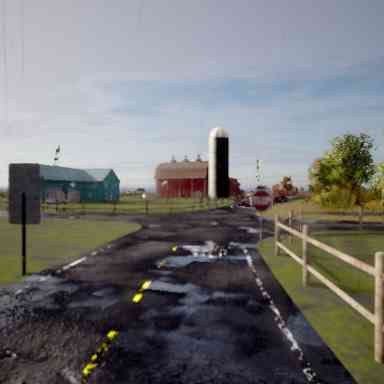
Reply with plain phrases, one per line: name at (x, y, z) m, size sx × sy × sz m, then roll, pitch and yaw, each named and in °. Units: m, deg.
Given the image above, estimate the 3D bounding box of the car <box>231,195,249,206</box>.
car at (7.756, 1.358, 53.437) m, size 2.097 × 1.767 × 4.553 m, roll 0°, pitch 0°, yaw 22°

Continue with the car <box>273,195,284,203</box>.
car at (18.077, 1.562, 71.397) m, size 1.812 × 1.442 × 4.674 m, roll 0°, pitch 0°, yaw 22°

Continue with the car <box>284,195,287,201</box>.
car at (21.873, 1.419, 80.655) m, size 1.837 × 1.490 × 4.892 m, roll 0°, pitch 0°, yaw 22°
